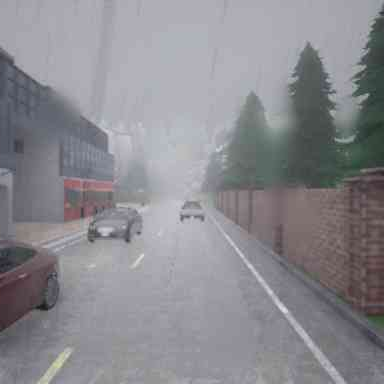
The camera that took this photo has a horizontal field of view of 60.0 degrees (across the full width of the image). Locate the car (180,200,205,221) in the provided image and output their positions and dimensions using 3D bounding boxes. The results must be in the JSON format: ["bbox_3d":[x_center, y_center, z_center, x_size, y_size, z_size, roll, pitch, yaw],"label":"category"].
[{"bbox_3d":[0.021,1.580,26.852,1.895,1.301,4.718,0,0,0],"label":"car"}]

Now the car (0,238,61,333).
[{"bbox_3d":[-3.595,1.522,5.112,1.812,1.442,4.674,0,0,0],"label":"car"}]

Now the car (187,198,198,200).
[{"bbox_3d":[0.062,1.446,41.382,1.882,1.535,5.008,0,0,0],"label":"car"}]

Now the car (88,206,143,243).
[{"bbox_3d":[-3.558,1.479,16.145,2.128,1.511,4.902,0,0,0],"label":"car"}]
